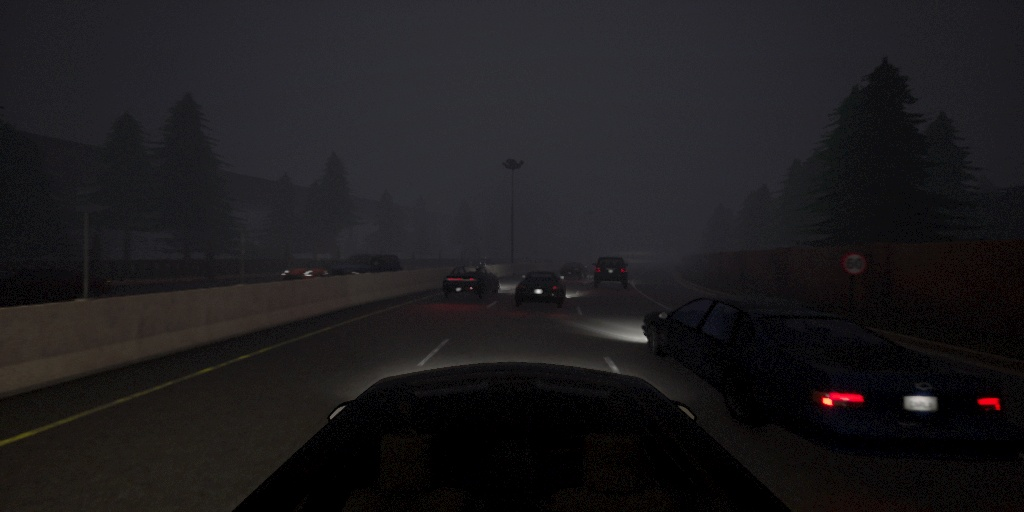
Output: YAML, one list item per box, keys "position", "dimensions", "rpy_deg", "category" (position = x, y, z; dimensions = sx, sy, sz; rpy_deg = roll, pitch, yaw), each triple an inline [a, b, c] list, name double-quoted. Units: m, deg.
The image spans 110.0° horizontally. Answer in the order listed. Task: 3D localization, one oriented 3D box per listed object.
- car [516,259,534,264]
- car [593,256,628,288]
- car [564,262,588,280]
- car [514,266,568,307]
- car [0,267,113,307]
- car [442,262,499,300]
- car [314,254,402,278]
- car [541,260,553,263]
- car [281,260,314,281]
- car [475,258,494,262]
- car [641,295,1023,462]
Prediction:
- position: [2.296, 1.283, 61.170]
  dimensions: [1.882, 1.535, 5.008]
  rpy_deg: [1, 0, 24]
  category: "car"
- position: [6.861, 1.055, 25.010]
  dimensions: [2.150, 2.045, 5.566]
  rpy_deg: [1, 0, 15]
  category: "car"
- position: [5.724, 1.303, 32.838]
  dimensions: [1.882, 1.535, 5.008]
  rpy_deg: [0, 0, 20]
  category: "car"
- position: [1.313, 1.334, 15.717]
  dimensions: [1.994, 1.385, 4.181]
  rpy_deg: [1, 0, 9]
  category: "car"
- position: [-16.926, 1.102, 12.327]
  dimensions: [1.812, 1.442, 4.674]
  rpy_deg: [0, 0, 6]
  category: "car"
- position: [-1.902, 1.229, 17.672]
  dimensions: [2.128, 1.511, 4.902]
  rpy_deg: [1, 0, 9]
  category: "car"
- position: [-8.576, 0.890, 21.233]
  dimensions: [2.150, 2.045, 5.566]
  rpy_deg: [0, 0, 11]
  category: "car"
- position: [5.920, 1.371, 60.723]
  dimensions: [1.812, 1.442, 4.674]
  rpy_deg: [1, 0, 24]
  category: "car"
- position: [-11.874, 0.986, 22.285]
  dimensions: [2.097, 1.767, 4.553]
  rpy_deg: [1, 0, 12]
  category: "car"
- position: [-4.417, 1.081, 54.527]
  dimensions: [2.097, 1.767, 4.553]
  rpy_deg: [1, 0, 24]
  category: "car"
- position: [3.706, 1.338, 5.649]
  dimensions: [2.033, 1.411, 5.357]
  rpy_deg: [1, 0, 3]
  category: "car"
